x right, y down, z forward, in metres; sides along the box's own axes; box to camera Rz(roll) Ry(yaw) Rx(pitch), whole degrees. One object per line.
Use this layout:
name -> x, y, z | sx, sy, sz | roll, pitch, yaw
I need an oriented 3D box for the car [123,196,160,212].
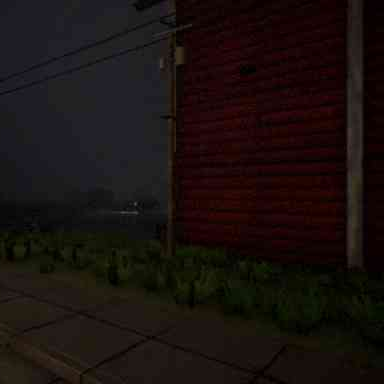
car -> -5.782, 1.285, 38.448 | 2.097, 1.767, 4.553 | 0, 0, 35
